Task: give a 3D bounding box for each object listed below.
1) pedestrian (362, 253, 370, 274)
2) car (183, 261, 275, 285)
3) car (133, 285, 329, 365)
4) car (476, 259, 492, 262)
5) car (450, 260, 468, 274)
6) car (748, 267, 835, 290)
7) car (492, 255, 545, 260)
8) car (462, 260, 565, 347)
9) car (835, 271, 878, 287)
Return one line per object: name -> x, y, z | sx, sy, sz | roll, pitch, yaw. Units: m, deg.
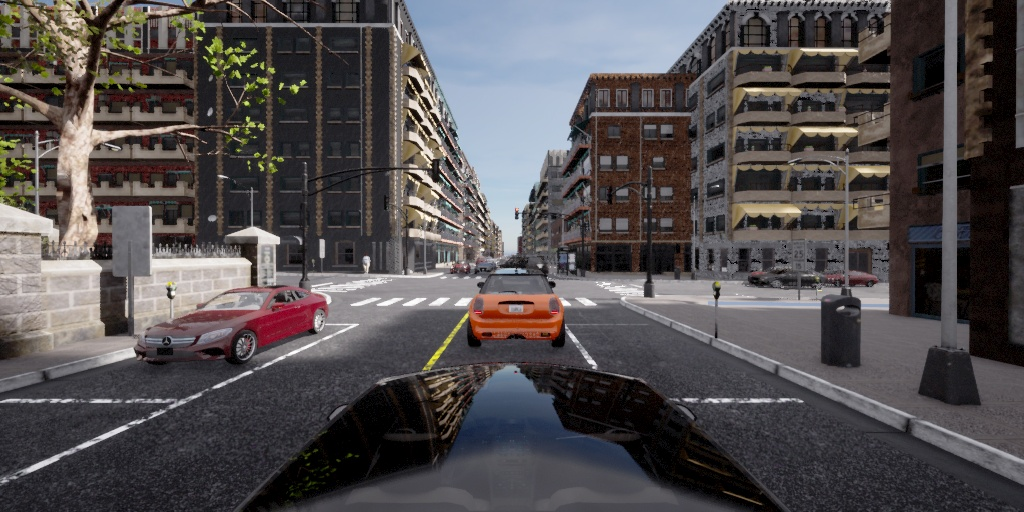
pedestrian -> -12.752, 0.651, 31.374 | 0.375, 1.860, 0.375 | 0, -1, -1
car -> -17.676, 1.035, 22.575 | 4.181, 1.385, 1.994 | 1, 0, -1
car -> -5.697, 1.331, 7.980 | 1.802, 1.307, 4.207 | 0, 0, 0
car -> -3.145, 1.312, 40.988 | 1.994, 1.385, 4.181 | 0, 0, 0
car -> -5.741, 1.187, 40.391 | 1.967, 1.591, 4.097 | 0, 0, 0
car -> 20.202, 1.630, 26.286 | 4.892, 1.490, 1.837 | 1, 0, -1
car -> 0.857, 0.968, 30.846 | 2.150, 2.045, 5.566 | -2, 1, -32
car -> 0.117, 1.101, 9.490 | 2.097, 1.767, 4.553 | 0, 0, 1
car -> 27.018, 1.813, 28.940 | 4.207, 1.307, 1.802 | 0, 0, -1
